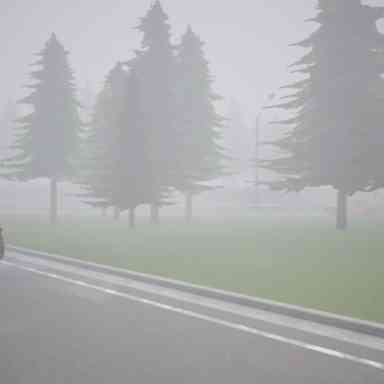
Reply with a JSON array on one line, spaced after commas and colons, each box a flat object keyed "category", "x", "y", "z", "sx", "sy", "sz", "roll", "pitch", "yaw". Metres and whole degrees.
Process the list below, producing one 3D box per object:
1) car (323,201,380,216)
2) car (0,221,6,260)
[{"category": "car", "x": 15.055, "y": 1.408, "z": 31.476, "sx": 5.008, "sy": 1.535, "sz": 1.882, "roll": 1, "pitch": 0, "yaw": -2}, {"category": "car", "x": -7.305, "y": 1.093, "z": 9.140, "sx": 5.566, "sy": 2.045, "sz": 2.150, "roll": 1, "pitch": 1, "yaw": 36}]
